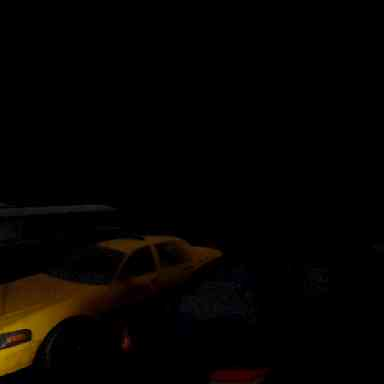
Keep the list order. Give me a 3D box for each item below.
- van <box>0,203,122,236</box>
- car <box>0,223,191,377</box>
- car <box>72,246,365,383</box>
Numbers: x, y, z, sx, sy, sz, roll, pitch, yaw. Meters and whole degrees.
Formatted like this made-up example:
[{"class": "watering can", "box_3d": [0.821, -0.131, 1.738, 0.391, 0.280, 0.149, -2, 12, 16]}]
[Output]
[{"class": "van", "box_3d": [-3.379, 1.320, 7.815, 1.878, 1.987, 4.442, -1, 0, 35]}, {"class": "car", "box_3d": [-1.305, 1.517, 5.968, 1.946, 1.575, 5.366, -1, 0, 35]}, {"class": "car", "box_3d": [1.048, 1.535, 4.517, 2.002, 1.452, 4.674, -1, 0, 35]}]
